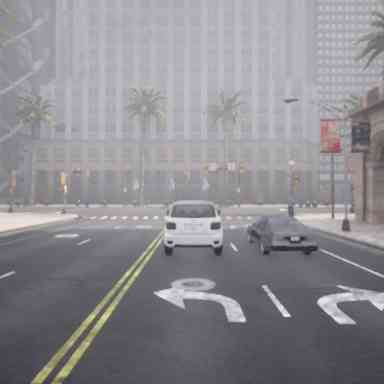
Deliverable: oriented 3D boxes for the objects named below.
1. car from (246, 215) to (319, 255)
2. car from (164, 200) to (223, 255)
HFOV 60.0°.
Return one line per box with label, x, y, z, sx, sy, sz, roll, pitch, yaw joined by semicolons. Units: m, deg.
car;3.561;1.679;13.957;2.033;1.411;5.357;0;-1;0
car;0.061;1.348;14.012;2.150;2.045;5.566;0;0;0
